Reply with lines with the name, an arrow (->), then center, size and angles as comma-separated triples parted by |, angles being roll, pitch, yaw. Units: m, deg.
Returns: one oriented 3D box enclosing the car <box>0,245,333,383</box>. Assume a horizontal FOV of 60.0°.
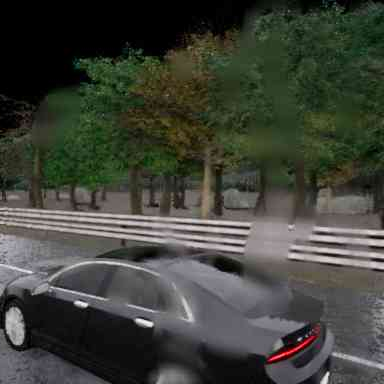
car -> -0.739, 1.500, 4.520 | 4.892, 1.490, 1.837 | 1, 0, 35
